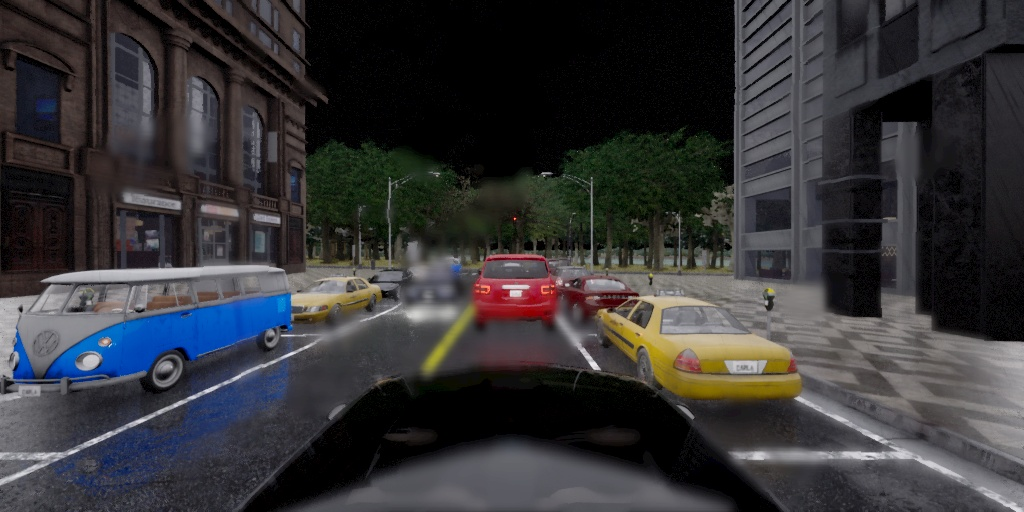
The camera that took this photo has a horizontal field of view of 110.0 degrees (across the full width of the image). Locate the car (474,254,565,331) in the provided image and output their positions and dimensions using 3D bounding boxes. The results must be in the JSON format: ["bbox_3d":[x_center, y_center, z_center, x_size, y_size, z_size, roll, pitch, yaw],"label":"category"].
[{"bbox_3d":[0.104,0.972,11.077,2.150,2.045,5.566,0,0,0],"label":"car"}]

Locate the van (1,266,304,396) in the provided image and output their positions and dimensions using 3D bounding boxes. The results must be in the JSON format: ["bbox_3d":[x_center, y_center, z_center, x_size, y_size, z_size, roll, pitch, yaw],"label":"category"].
[{"bbox_3d":[-5.763,1.091,6.383,1.690,1.789,3.998,0,0,0],"label":"van"}]

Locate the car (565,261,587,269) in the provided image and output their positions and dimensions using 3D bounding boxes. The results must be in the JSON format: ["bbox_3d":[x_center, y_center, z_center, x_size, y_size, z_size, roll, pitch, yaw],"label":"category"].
[{"bbox_3d":[2.764,1.191,17.257,1.967,1.591,4.097,0,0,0],"label":"car"}]

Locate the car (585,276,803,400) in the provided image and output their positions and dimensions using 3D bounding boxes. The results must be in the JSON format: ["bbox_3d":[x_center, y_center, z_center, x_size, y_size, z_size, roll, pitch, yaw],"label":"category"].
[{"bbox_3d":[2.763,1.275,6.552,1.751,1.417,4.829,0,0,0],"label":"car"}]

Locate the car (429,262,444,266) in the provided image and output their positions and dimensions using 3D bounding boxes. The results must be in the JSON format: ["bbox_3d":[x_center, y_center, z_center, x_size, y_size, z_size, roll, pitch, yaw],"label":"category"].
[{"bbox_3d":[-5.761,1.277,22.525,1.751,1.417,4.829,0,0,0],"label":"car"}]

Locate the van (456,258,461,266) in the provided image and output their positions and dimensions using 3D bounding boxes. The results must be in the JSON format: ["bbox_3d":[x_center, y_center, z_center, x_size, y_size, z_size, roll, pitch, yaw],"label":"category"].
[{"bbox_3d":[-5.760,1.096,33.570,1.690,1.789,3.998,0,0,0],"label":"van"}]

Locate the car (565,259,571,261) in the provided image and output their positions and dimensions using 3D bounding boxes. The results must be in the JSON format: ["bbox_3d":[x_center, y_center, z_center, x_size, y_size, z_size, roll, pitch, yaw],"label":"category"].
[{"bbox_3d":[2.764,1.067,22.694,2.192,1.841,5.009,0,0,0],"label":"car"}]

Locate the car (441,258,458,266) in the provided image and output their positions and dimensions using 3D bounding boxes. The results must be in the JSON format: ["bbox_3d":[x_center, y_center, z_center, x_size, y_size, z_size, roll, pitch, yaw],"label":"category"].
[{"bbox_3d":[-5.760,1.193,28.133,1.967,1.591,4.097,0,0,0],"label":"car"}]

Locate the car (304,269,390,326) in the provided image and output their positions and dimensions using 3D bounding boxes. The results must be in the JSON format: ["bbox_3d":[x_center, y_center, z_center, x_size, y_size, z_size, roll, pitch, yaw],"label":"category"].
[{"bbox_3d":[-5.762,1.276,11.651,1.751,1.417,4.829,0,0,0],"label":"car"}]

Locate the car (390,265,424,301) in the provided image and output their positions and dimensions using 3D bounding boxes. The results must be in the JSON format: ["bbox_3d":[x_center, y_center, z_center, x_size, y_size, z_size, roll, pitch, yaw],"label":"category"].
[{"bbox_3d":[-5.762,1.317,17.258,1.948,1.339,4.313,0,0,0],"label":"car"}]

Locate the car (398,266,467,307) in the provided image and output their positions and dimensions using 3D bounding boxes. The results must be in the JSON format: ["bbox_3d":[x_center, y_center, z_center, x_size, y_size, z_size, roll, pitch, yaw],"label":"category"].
[{"bbox_3d":[-3.092,1.314,15.225,1.994,1.385,4.181,0,0,0],"label":"car"}]

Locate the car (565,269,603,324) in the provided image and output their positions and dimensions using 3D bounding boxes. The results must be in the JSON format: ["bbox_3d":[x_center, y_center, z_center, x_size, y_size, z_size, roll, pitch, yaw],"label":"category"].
[{"bbox_3d":[2.763,1.295,11.819,1.888,1.381,4.507,0,0,0],"label":"car"}]
